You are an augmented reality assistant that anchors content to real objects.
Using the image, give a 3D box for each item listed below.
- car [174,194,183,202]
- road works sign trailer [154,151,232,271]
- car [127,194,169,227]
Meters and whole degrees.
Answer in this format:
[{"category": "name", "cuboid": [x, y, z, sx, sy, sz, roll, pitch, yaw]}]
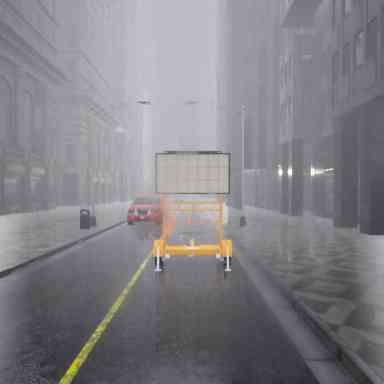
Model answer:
[{"category": "car", "cuboid": [-2.924, 1.609, 74.541, 2.033, 1.411, 5.357, 0, 0, 0]}, {"category": "road works sign trailer", "cuboid": [0.024, 0.467, 10.883, 2.380, 3.560, 2.880, 0, 0, 0]}, {"category": "car", "cuboid": [-3.078, 1.237, 23.478, 2.150, 2.045, 5.566, 0, 0, 0]}]
